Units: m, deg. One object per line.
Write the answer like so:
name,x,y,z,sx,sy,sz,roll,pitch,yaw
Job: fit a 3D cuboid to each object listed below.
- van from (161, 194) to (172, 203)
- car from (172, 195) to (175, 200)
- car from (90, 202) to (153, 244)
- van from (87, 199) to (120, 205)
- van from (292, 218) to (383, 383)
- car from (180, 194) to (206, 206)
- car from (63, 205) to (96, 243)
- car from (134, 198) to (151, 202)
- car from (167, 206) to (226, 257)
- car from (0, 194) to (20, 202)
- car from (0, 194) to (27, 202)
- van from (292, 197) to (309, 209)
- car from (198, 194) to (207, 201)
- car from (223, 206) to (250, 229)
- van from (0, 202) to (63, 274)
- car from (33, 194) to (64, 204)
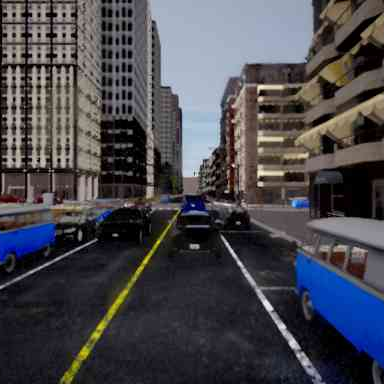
van,-5.709,1.357,70.935,1.690,1.788,3.998,0,0,0
car,-5.715,1.559,92.969,1.752,1.417,4.829,0,0,0
car,-3.105,1.476,16.009,1.882,1.535,5.008,0,0,0
van,-5.697,1.340,21.515,1.690,1.788,3.998,0,0,0
van,2.688,1.340,4.571,1.690,1.788,3.998,0,0,0
car,0.090,1.221,30.196,2.150,2.045,5.566,0,0,0
car,-5.695,1.549,15.866,2.008,1.369,4.403,0,0,0
car,-5.701,1.442,38.461,1.967,1.590,4.097,0,0,0
car,0.091,1.502,12.980,1.837,1.490,4.892,0,0,0
car,-32.378,0.989,57.588,4.206,1.307,1.802,1,-1,0
car,-26.721,1.108,49.222,4.206,1.307,1.802,1,-1,0
van,16.917,1.708,49.199,3.998,1.788,1.690,1,-1,0
car,2.667,1.344,87.592,2.192,1.841,5.009,0,0,0
car,2.684,1.549,21.516,2.008,1.369,4.403,0,0,0
van,-5.694,1.340,10.218,1.690,1.788,3.998,0,0,0
car,-21.144,1.073,49.239,4.097,1.590,1.967,1,-1,0
